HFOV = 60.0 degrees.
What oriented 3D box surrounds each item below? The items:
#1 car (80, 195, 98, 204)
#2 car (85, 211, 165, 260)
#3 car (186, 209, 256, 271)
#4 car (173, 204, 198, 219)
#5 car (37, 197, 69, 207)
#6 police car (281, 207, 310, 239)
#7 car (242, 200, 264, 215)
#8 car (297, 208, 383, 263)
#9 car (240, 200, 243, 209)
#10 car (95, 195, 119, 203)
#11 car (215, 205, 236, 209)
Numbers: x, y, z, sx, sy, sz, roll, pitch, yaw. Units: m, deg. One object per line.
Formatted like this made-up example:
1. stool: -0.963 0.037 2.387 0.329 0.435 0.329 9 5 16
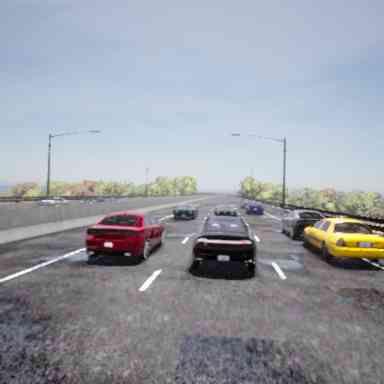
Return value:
1. car: -13.261 1.171 44.759 2.097 1.767 4.553 2 0 6
2. car: -2.289 1.468 12.579 1.882 1.535 5.008 2 0 6
3. car: 1.098 1.572 11.314 2.128 1.511 4.902 2 0 6
4. car: -0.480 1.719 30.341 1.895 1.301 4.718 2 0 6
5. car: -17.151 1.294 41.230 1.895 1.301 4.718 2 0 6
6. police car: 6.357 1.688 19.007 1.930 1.638 5.238 2 0 6
7. car: 7.486 1.949 40.089 1.994 1.385 4.181 2 0 6
8. car: 5.755 1.676 13.117 1.801 1.575 5.366 2 0 6
9. car: 9.008 2.040 55.372 2.033 1.411 5.357 2 0 6
10. car: -10.076 1.459 41.613 1.994 1.385 4.181 2 0 6
11. car: 3.019 1.817 30.160 1.895 1.301 4.718 2 0 6
